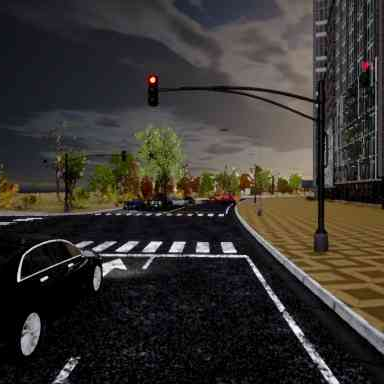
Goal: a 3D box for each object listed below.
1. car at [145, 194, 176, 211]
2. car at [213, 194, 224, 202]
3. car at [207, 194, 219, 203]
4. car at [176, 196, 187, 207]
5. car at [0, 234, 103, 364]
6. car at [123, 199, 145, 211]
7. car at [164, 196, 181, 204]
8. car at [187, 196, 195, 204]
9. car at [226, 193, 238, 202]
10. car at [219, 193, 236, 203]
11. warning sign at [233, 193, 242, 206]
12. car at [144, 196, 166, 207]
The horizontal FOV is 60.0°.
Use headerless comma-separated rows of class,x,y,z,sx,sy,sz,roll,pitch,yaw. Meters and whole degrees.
car,-3.834,1.222,41.536,2.150,2.045,5.566,0,0,7
car,6.454,1.373,80.486,2.097,1.767,4.553,0,0,14
car,4.491,1.573,71.177,1.994,1.385,4.181,0,0,12
car,-2.444,1.604,51.666,1.895,1.301,4.718,0,0,9
car,-3.014,1.504,5.846,1.837,1.490,4.892,0,0,1
car,-7.103,1.563,41.503,1.994,1.385,4.181,0,0,7
car,-3.727,1.497,63.595,2.128,1.511,4.902,0,0,11
car,-0.623,1.533,62.502,1.812,1.442,4.674,0,0,10
car,9.760,1.246,80.347,2.150,2.045,5.566,0,0,14
car,7.608,1.239,70.055,2.150,2.045,5.566,0,0,12
warning sign,6.538,1.122,48.170,1.300,1.860,1.060,0,0,8
car,-5.718,1.492,51.735,2.128,1.511,4.902,0,0,9
